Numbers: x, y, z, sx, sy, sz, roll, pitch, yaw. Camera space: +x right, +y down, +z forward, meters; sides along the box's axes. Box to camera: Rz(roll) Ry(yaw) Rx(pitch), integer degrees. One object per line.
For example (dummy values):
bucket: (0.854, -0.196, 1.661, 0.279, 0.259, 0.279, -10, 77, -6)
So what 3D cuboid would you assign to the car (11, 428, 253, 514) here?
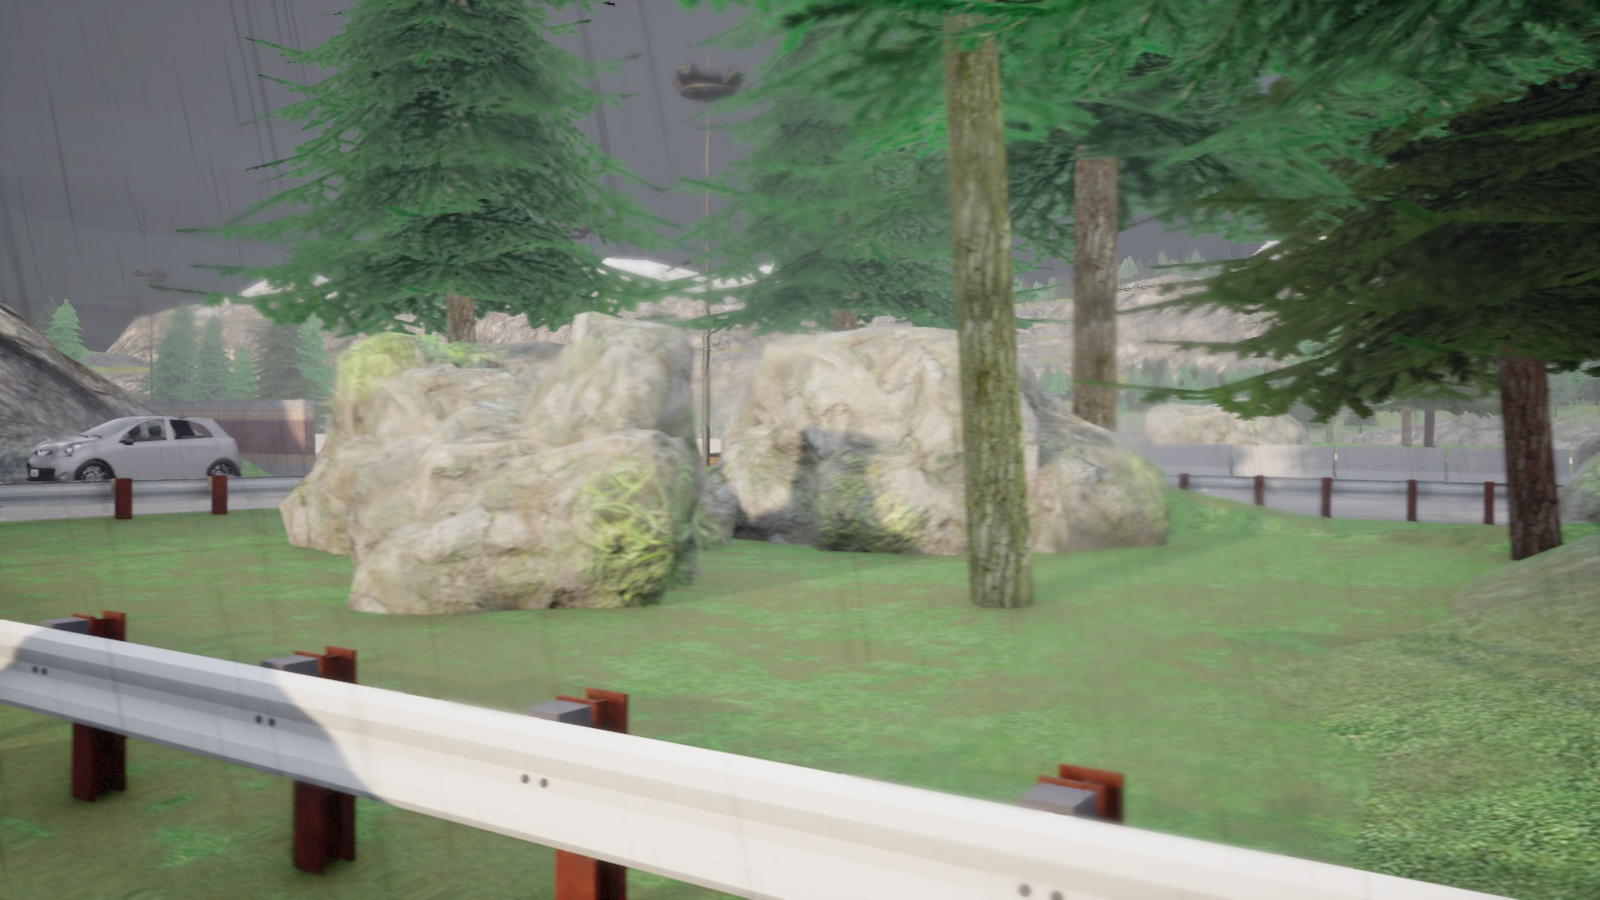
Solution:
car: (-12.704, 0.340, 24.066, 1.845, 1.501, 3.633, 0, 1, 33)
